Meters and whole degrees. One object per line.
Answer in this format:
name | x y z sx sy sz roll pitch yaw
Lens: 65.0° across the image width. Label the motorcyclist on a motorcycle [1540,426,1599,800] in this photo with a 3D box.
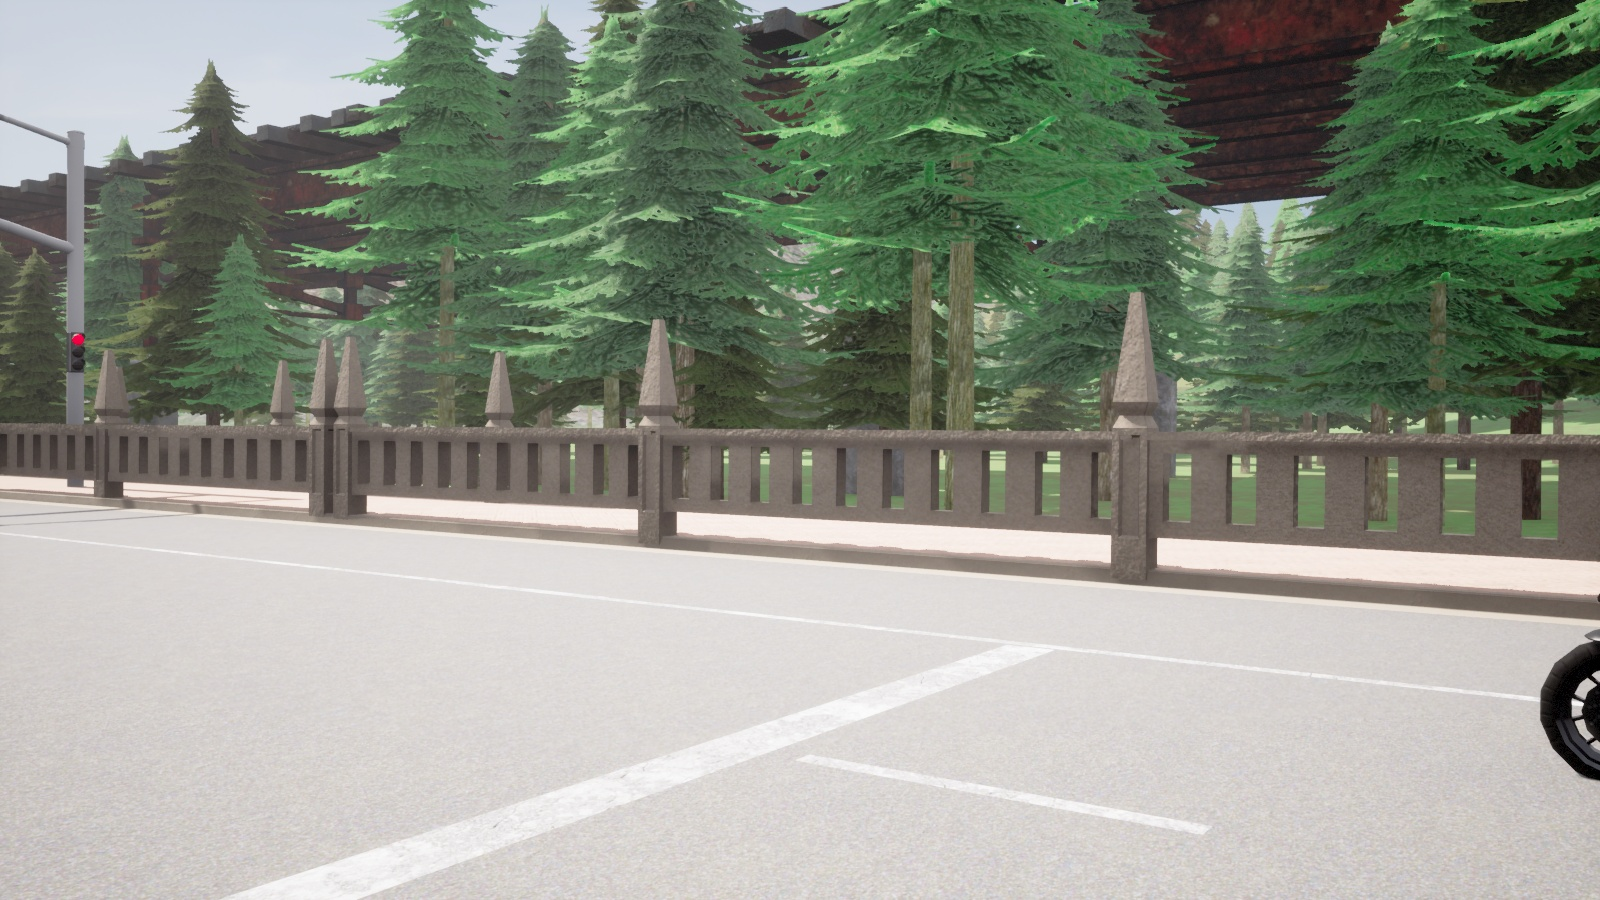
motorcyclist on a motorcycle | 4.247 0.660 5.004 2.191 1.530 0.866 0 1 34
